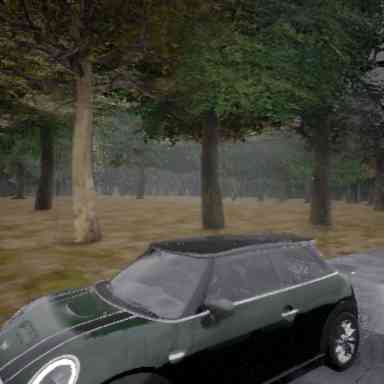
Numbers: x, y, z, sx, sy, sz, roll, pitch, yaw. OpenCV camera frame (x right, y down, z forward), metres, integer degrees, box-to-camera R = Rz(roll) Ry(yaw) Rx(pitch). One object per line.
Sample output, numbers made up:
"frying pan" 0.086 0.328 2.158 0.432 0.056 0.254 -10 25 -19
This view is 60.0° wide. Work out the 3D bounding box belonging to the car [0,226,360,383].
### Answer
"car" 0.044 1.381 4.099 4.553 1.767 2.097 0 0 -36
